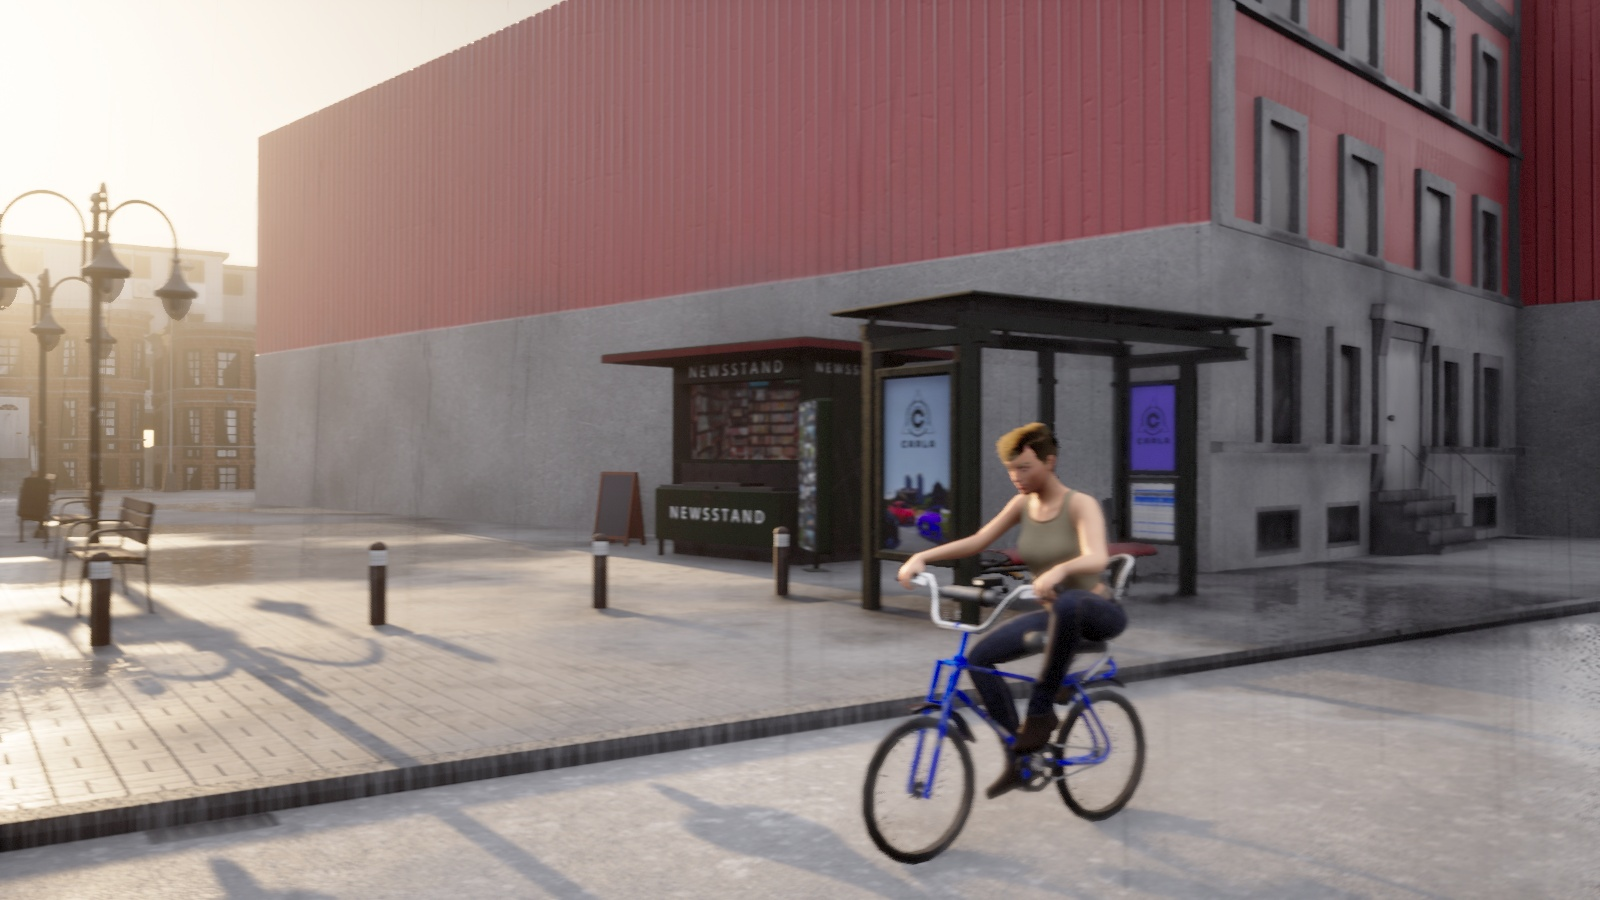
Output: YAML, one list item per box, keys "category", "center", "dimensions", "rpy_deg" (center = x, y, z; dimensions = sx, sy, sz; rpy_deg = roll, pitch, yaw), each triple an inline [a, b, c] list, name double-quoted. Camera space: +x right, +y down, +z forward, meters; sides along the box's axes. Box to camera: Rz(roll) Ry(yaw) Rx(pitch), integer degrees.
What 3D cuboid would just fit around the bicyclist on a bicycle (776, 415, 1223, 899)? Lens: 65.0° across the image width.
- category: "bicyclist on a bicycle"
  center: [0.776, 0.697, 4.804]
  dimensions: [1.509, 1.612, 0.866]
  rpy_deg: [0, 0, -35]
